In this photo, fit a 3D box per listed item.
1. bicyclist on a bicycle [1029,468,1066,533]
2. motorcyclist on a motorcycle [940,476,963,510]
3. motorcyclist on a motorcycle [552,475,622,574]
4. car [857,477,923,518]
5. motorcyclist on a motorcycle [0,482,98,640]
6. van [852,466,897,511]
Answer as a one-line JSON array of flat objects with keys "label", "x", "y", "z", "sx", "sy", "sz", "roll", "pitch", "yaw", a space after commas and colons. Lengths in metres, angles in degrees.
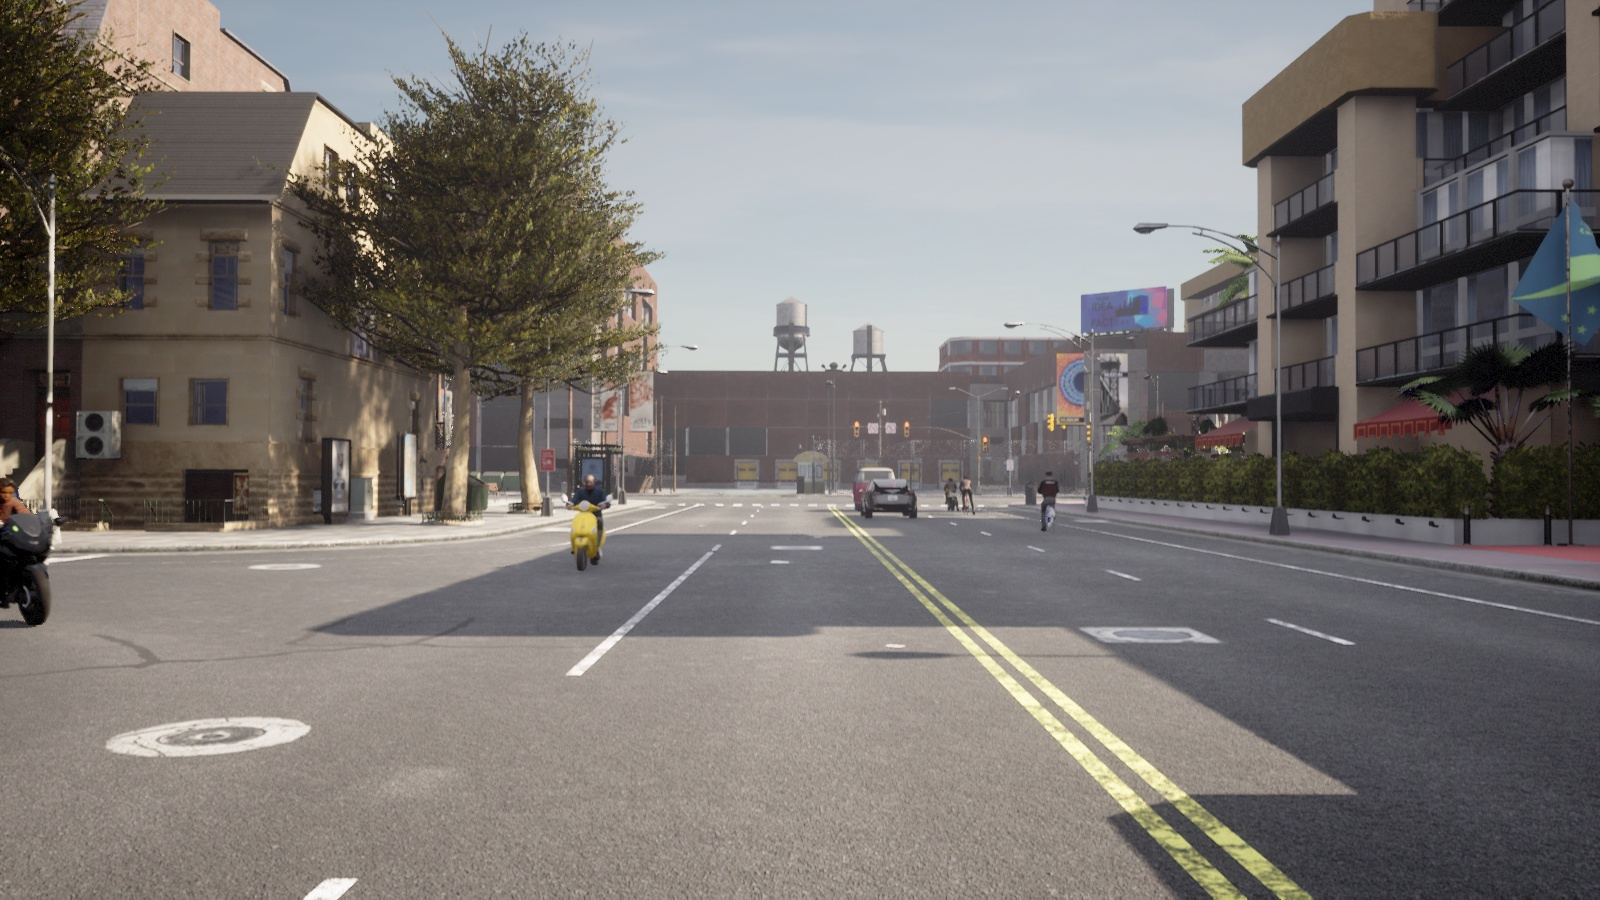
[{"label": "bicyclist on a bicycle", "x": 6.920, "y": 1.382, "z": 35.164, "sx": 0.659, "sy": 1.776, "sz": 1.843, "roll": 0, "pitch": -1, "yaw": 0}, {"label": "motorcyclist on a motorcycle", "x": 6.874, "y": 1.941, "z": 57.066, "sx": 0.797, "sy": 1.523, "sz": 2.044, "roll": 0, "pitch": -1, "yaw": 0}, {"label": "motorcyclist on a motorcycle", "x": -3.548, "y": 1.220, "z": 21.094, "sx": 0.866, "sy": 1.590, "sz": 1.817, "roll": 0, "pitch": -1, "yaw": 0}, {"label": "car", "x": 3.392, "y": 1.791, "z": 48.180, "sx": 2.163, "sy": 1.488, "sz": 4.792, "roll": 0, "pitch": -1, "yaw": 0}, {"label": "motorcyclist on a motorcycle", "x": -8.331, "y": 1.105, "z": 13.157, "sx": 2.044, "sy": 1.523, "sz": 0.797, "roll": -1, "pitch": 0, "yaw": 32}, {"label": "van", "x": 3.369, "y": 1.729, "z": 57.211, "sx": 1.775, "sy": 1.987, "sz": 4.442, "roll": 0, "pitch": -1, "yaw": 0}]
